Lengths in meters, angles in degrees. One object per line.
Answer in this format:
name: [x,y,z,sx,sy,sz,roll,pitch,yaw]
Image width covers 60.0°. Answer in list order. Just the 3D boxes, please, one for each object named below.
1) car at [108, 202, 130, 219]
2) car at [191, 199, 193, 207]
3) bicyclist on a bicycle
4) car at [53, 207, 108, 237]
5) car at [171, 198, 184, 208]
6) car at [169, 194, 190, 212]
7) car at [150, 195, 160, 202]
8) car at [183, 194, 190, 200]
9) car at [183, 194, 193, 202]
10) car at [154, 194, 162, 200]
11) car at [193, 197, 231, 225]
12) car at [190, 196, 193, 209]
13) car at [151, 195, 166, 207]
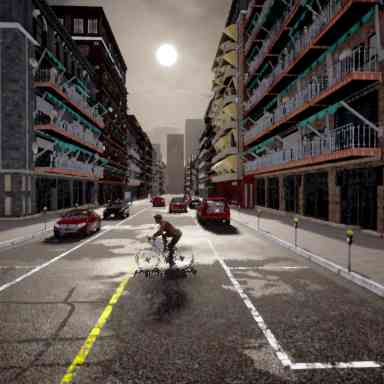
car: [-6.603,1.564,29.386,1.947,1.339,4.313,-1,0,-3]
car: [1.252,1.549,29.392,2.008,1.369,4.403,-1,0,-3]
bicyclist on a bicycle: [-0.784,1.451,9.503,1.656,1.620,0.582,-2,0,-3]
car: [-6.086,1.579,18.095,1.802,1.307,4.206,-1,0,-3]
car: [-2.145,1.605,49.464,1.895,1.301,4.718,0,0,-2]
car: [-1.666,1.353,39.702,2.097,1.767,4.553,0,0,-2]
car: [-8.927,1.460,80.194,1.967,1.590,4.097,-1,0,-3]
car: [-1.558,1.468,91.636,1.967,1.590,4.097,-1,0,-3]
car: [-1.057,1.335,80.319,2.192,1.841,5.009,-1,0,-3]
car: [-9.444,1.468,91.485,1.967,1.590,4.097,-1,0,-3]
car: [1.508,1.313,23.734,2.192,1.841,5.009,-1,0,-3]
car: [0.476,1.568,46.367,1.947,1.339,4.313,-1,0,-3]
car: [-5.141,1.482,51.694,1.882,1.535,5.008,0,0,-3]
